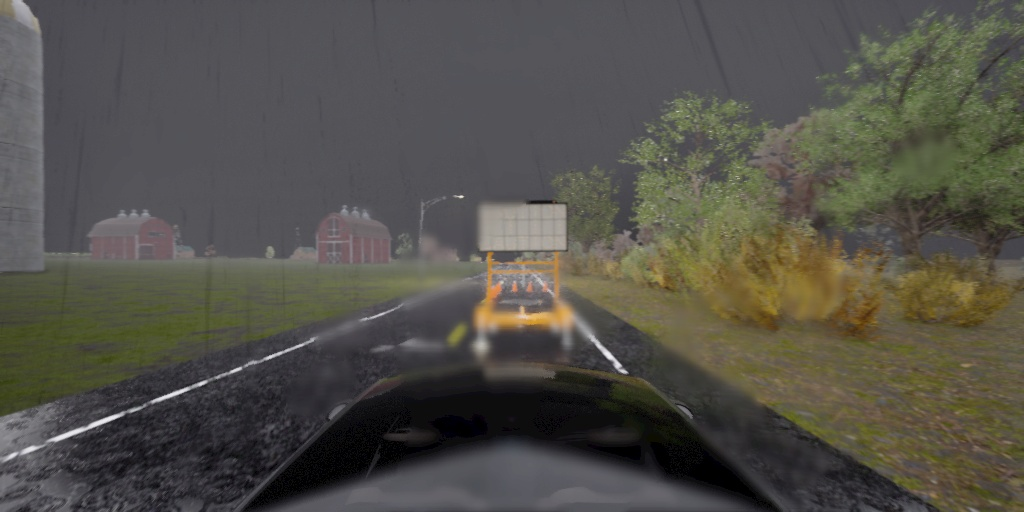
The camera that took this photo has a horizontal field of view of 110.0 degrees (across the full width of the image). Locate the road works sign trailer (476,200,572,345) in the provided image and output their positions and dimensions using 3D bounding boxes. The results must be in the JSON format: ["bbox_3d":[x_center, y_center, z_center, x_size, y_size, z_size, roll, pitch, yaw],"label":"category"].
[{"bbox_3d":[0.324,0.302,9.757,2.380,3.560,2.880,0,0,1],"label":"road works sign trailer"}]
